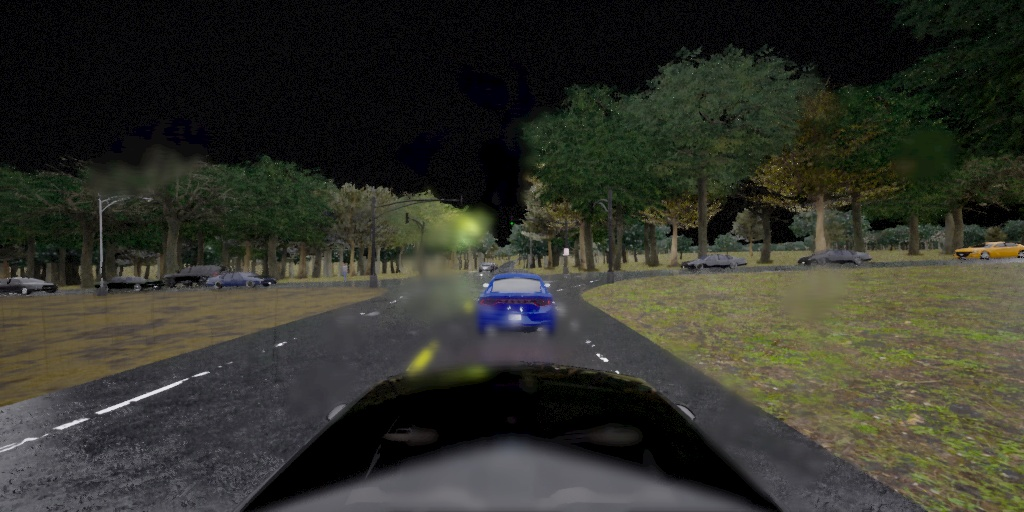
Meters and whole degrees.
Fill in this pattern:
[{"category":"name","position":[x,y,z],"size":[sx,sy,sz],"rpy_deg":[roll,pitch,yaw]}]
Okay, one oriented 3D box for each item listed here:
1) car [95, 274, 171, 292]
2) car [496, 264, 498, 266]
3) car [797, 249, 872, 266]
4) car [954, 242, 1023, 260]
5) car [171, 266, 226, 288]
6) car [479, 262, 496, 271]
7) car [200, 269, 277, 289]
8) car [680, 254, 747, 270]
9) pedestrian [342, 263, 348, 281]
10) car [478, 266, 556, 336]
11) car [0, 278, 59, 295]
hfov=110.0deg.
[{"category":"car","position":[-33.352,2.437,31.480],"size":[4.718,1.301,1.895],"rpy_deg":[-2,-1,3]},{"category":"car","position":[-4.003,1.846,62.921],"size":[2.128,1.511,4.902],"rpy_deg":[0,-1,-1]},{"category":"car","position":[29.087,0.119,32.422],"size":[5.357,1.411,2.033],"rpy_deg":[-2,-1,3]},{"category":"car","position":[42.536,-0.463,31.828],"size":[5.008,1.535,1.882],"rpy_deg":[-2,-1,3]},{"category":"car","position":[-30.789,2.011,35.070],"size":[5.566,2.045,2.150],"rpy_deg":[-2,-1,3]},{"category":"car","position":[-3.875,1.678,53.535],"size":[2.128,1.511,4.902],"rpy_deg":[0,-1,-1]},{"category":"car","position":[-23.430,2.047,31.048],"size":[5.357,1.411,2.033],"rpy_deg":[-2,-1,6]},{"category":"car","position":[18.449,0.538,32.884],"size":[5.357,1.411,2.033],"rpy_deg":[-2,-1,2]},{"category":"pedestrian","position":[-17.867,1.680,38.375],"size":[0.375,1.860,0.375],"rpy_deg":[0,1,3]},{"category":"car","position":[0.139,1.233,10.421],"size":[1.882,1.535,5.008],"rpy_deg":[0,0,1]},{"category":"car","position":[-43.516,2.671,31.963],"size":[4.892,1.490,1.837],"rpy_deg":[-2,-1,3]}]
